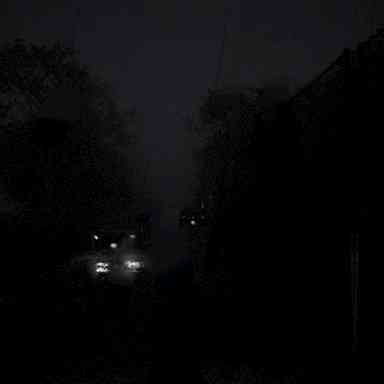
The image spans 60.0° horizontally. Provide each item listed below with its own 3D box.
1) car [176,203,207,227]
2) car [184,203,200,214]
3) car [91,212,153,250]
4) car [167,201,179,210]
[{"bbox_3d":[0.053,1.730,24.035,1.895,1.301,4.718,0,-1,0],"label":"car"},{"bbox_3d":[-0.033,2.007,41.608,1.895,1.301,4.718,0,-1,0],"label":"car"},{"bbox_3d":[-2.869,1.593,14.834,2.033,1.411,5.357,0,0,0],"label":"car"},{"bbox_3d":[-3.044,2.298,56.016,2.033,1.411,5.357,0,-2,0],"label":"car"}]
